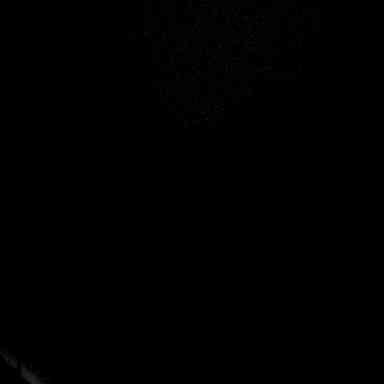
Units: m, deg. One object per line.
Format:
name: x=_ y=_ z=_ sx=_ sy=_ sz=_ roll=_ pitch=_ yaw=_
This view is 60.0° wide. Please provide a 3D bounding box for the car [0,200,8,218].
car: x=-19.133 y=1.513 z=32.018 sx=2.097 sy=1.767 sz=4.553 roll=0 pitch=0 yaw=-23
